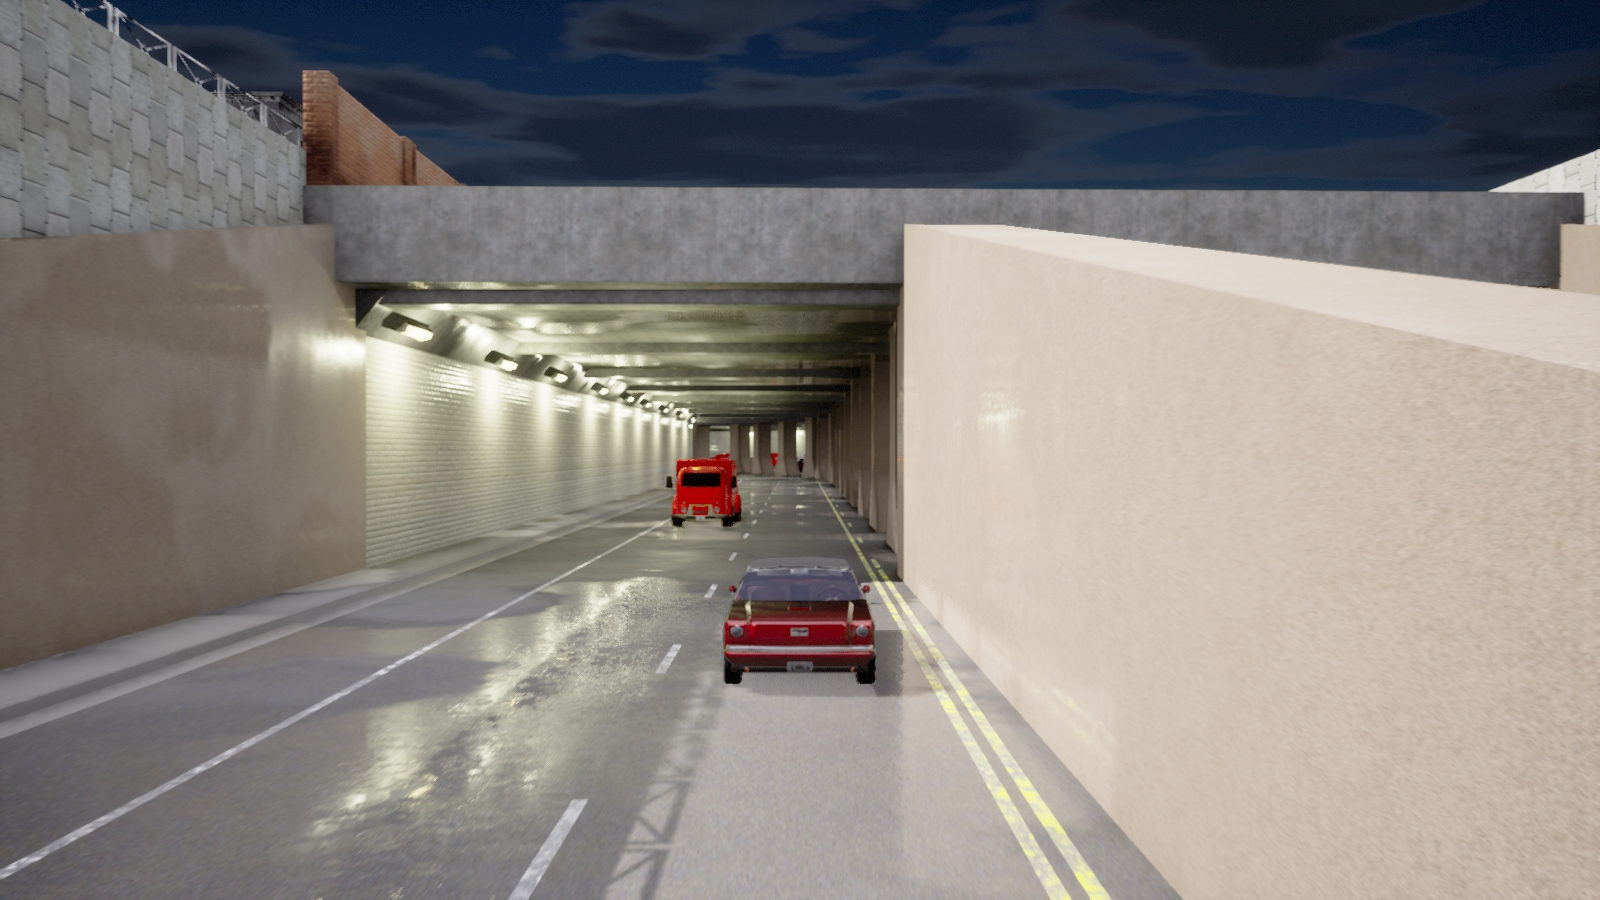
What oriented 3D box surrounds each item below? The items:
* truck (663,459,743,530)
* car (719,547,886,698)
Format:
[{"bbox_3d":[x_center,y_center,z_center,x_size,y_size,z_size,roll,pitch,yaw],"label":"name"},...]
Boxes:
[{"bbox_3d":[-3.538,1.575,42.785,2.627,2.467,5.204,0,0,-1],"label":"truck"},{"bbox_3d":[0.027,2.158,15.292,1.895,1.301,4.718,0,0,0],"label":"car"}]
